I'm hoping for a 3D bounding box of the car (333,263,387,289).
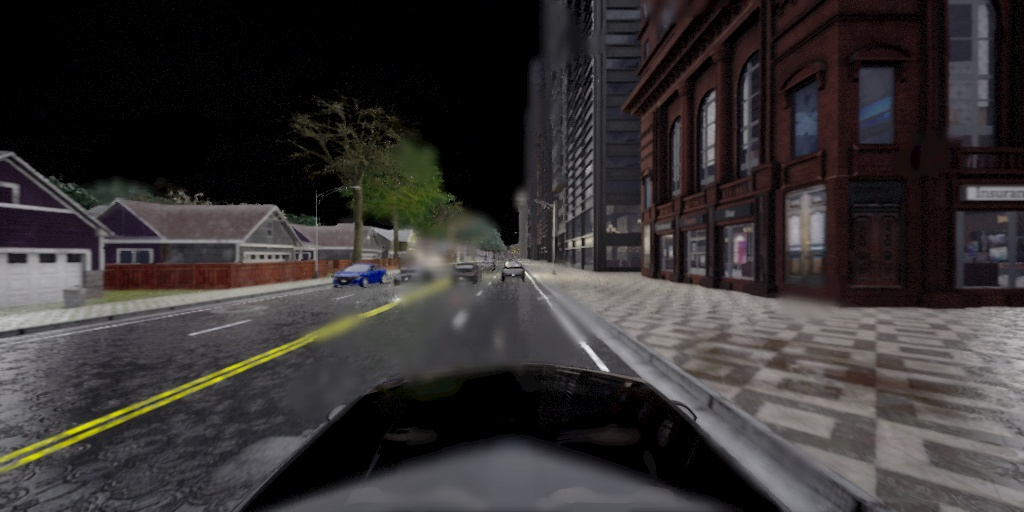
[{"bbox_3d":[-9.797,1.216,23.442,1.882,1.535,5.008,0,0,0],"label":"car"}]

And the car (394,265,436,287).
[{"bbox_3d":[-6.543,1.302,24.471,1.994,1.385,4.181,0,0,0],"label":"car"}]

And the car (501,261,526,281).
[{"bbox_3d":[0.106,1.226,29.714,2.128,1.511,4.902,0,0,0],"label":"car"}]

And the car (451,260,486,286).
[{"bbox_3d":[-3.147,1.242,25.496,1.837,1.490,4.892,0,1,0],"label":"car"}]

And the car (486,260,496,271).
[{"bbox_3d":[-3.140,1.225,48.126,2.128,1.511,4.902,0,0,0],"label":"car"}]
